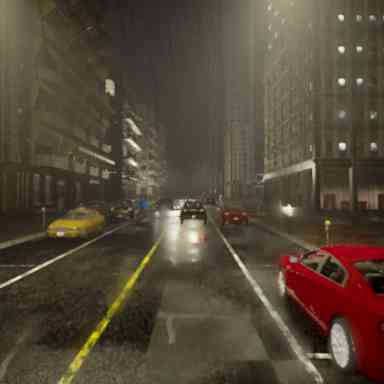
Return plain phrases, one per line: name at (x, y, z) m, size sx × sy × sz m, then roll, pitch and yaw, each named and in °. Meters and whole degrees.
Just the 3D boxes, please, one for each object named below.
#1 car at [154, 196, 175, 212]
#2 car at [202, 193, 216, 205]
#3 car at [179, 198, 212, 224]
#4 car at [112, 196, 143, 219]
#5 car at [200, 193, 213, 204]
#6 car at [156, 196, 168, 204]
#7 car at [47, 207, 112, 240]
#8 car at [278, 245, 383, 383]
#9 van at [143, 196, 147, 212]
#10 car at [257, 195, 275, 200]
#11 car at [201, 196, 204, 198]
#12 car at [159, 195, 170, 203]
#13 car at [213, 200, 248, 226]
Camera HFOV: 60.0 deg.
car at (-3.050, 1.434, 37.901) m, size 1.812 × 1.442 × 4.674 m, roll 0°, pitch 0°, yaw 0°
car at (2.692, 1.325, 50.999) m, size 1.967 × 1.590 × 4.097 m, roll 1°, pitch 0°, yaw 0°
car at (0.109, 1.431, 24.414) m, size 2.128 × 1.511 × 4.902 m, roll 0°, pitch 0°, yaw 0°
car at (-5.663, 1.370, 28.329) m, size 1.967 × 1.590 × 4.097 m, roll 1°, pitch 0°, yaw 0°
car at (2.699, 1.183, 62.397) m, size 2.192 × 1.841 × 5.009 m, roll 1°, pitch 0°, yaw 0°
car at (-5.653, 1.450, 62.514) m, size 1.802 × 1.307 × 4.206 m, roll 1°, pitch 0°, yaw 0°
car at (-5.669, 1.481, 16.764) m, size 1.752 × 1.417 × 4.829 m, roll 1°, pitch 0°, yaw 0°
car at (2.674, 1.530, 5.415) m, size 1.887 × 1.381 × 4.507 m, roll 1°, pitch 0°, yaw 0°
van at (-5.659, 1.258, 34.027) m, size 1.690 × 1.788 × 3.998 m, roll 1°, pitch 0°, yaw 0°
car at (17.953, 1.443, 79.756) m, size 4.403 × 1.369 × 2.008 m, roll 0°, pitch -1°, yaw 0°
car at (0.117, 1.502, 41.553) m, size 1.895 × 1.301 × 4.718 m, roll 0°, pitch 0°, yaw 0°
car at (-5.651, 1.428, 68.211) m, size 1.947 × 1.339 × 4.313 m, roll 1°, pitch 0°, yaw 0°
car at (2.680, 1.487, 22.508) m, size 1.887 × 1.381 × 4.507 m, roll 1°, pitch 0°, yaw 0°
